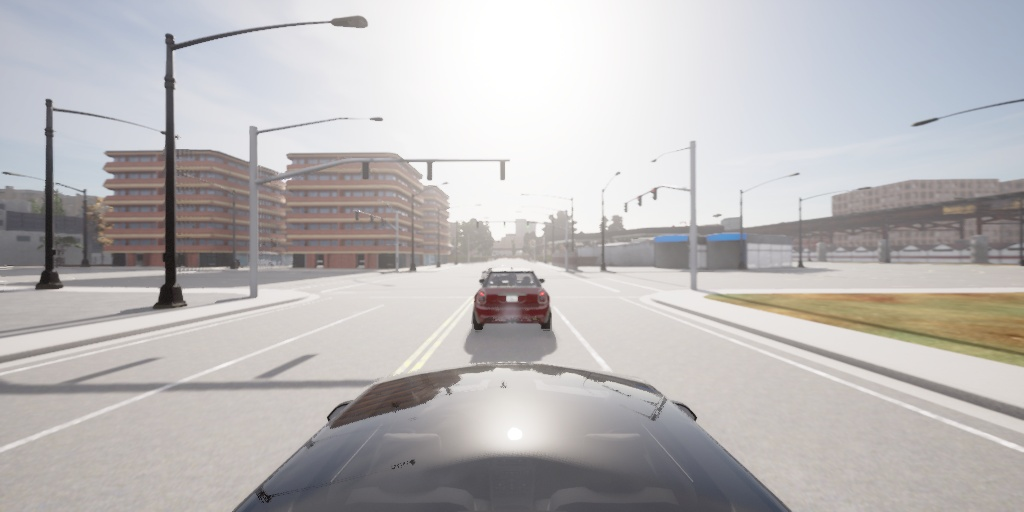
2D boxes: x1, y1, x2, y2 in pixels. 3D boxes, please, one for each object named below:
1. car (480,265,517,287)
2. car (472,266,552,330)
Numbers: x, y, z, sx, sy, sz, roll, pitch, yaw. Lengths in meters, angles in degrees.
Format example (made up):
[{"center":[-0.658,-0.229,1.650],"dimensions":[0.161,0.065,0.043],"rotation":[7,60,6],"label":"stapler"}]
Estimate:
[{"center":[-1.090,1.371,25.598],"dimensions":[1.895,1.301,4.718],"rotation":[0,0,-12],"label":"car"},{"center":[-0.001,1.120,11.318],"dimensions":[2.097,1.767,4.553],"rotation":[0,0,0],"label":"car"}]
